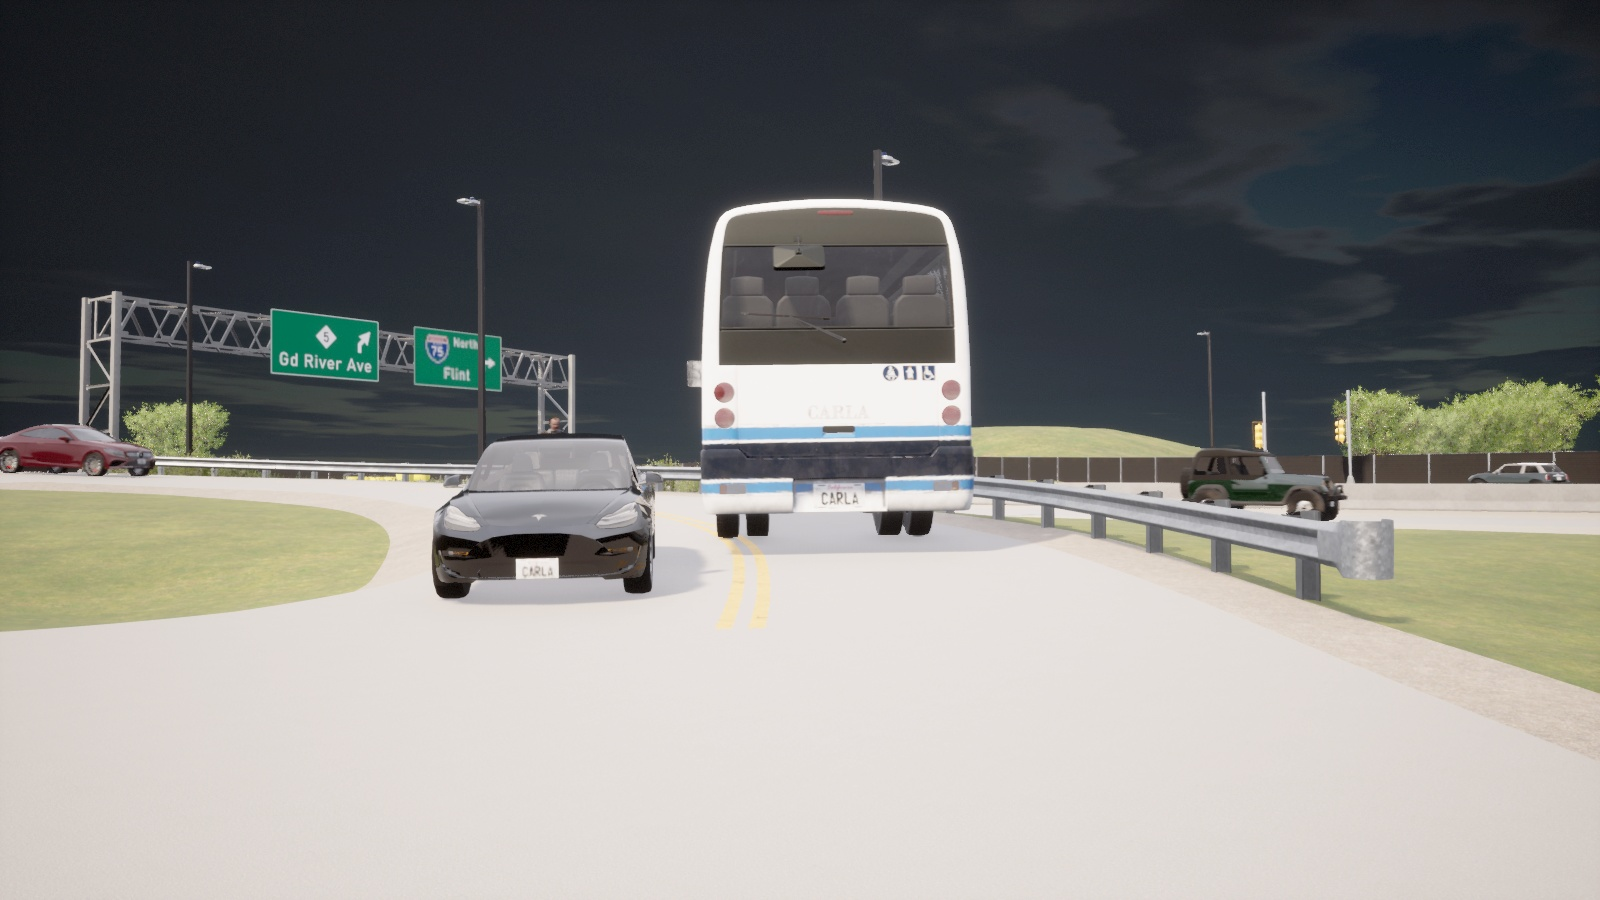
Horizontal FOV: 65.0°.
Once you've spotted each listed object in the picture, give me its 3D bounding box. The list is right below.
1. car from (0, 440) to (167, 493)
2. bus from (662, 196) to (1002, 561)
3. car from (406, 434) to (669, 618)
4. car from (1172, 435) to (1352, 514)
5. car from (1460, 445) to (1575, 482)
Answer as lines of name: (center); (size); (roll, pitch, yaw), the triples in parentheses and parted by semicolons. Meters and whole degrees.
car: (-20.820, 0.459, 36.007); (4.674, 1.442, 1.812); (0, -1, 14)
bus: (0.128, -0.943, 20.189); (3.944, 4.253, 10.273); (-2, 1, -3)
car: (-2.489, 0.618, 13.154); (2.163, 1.488, 4.792); (-2, 1, -6)
car: (11.674, 0.638, 31.788); (3.866, 1.878, 1.905); (-2, -2, 35)
car: (30.780, 0.587, 53.973); (1.970, 1.475, 3.806); (-1, -1, -28)
